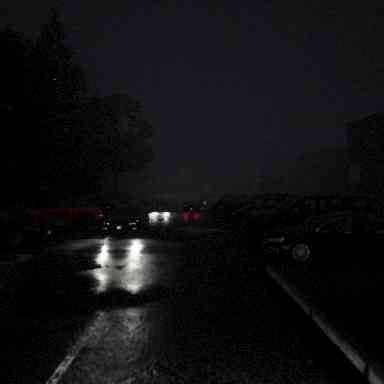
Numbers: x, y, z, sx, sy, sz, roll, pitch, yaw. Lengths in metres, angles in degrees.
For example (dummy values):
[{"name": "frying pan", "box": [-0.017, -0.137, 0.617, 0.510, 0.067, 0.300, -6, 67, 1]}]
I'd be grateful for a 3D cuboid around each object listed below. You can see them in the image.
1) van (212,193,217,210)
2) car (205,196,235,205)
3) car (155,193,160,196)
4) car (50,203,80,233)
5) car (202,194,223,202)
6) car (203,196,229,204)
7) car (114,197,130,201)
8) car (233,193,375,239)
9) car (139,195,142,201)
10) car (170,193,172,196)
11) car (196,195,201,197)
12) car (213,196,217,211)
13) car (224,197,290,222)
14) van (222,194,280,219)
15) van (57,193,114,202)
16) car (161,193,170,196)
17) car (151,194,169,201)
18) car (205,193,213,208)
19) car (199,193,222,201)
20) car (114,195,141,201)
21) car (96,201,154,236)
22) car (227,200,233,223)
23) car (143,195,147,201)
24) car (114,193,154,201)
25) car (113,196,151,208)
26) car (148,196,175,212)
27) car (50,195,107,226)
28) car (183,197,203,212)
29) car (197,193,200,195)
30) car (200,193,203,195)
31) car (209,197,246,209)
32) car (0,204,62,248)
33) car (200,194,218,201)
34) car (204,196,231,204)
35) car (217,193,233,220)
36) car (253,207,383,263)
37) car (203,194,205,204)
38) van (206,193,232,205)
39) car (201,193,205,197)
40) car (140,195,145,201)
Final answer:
[{"name": "van", "box": [4.584, 1.162, 33.272, 4.442, 1.987, 1.878, 0, 0, 0]}, {"name": "car", "box": [4.608, 1.474, 55.695, 4.792, 1.488, 2.163, 0, 0, 0]}, {"name": "car", "box": [-8.405, 1.182, 52.632, 5.566, 2.045, 2.435, 0, 0, 0]}, {"name": "car", "box": [-8.350, 1.424, 16.431, 4.674, 1.452, 2.002, 0, 0, 0]}, {"name": "car", "box": [4.612, 1.408, 75.319, 4.553, 1.767, 2.185, 0, 0, 0]}, {"name": "car", "box": [4.642, 1.512, 64.105, 4.792, 1.488, 2.163, 0, 0, 0]}, {"name": "car", "box": [-8.370, 1.426, 30.352, 4.674, 1.452, 2.002, 0, 0, 0]}, {"name": "car", "box": [4.707, 1.139, 13.650, 5.566, 2.045, 2.435, 0, 0, 0]}, {"name": "car", "box": [-8.381, 1.393, 35.923, 5.008, 1.535, 2.097, 0, 0, 0]}, {"name": "car", "box": [-8.336, 1.568, 83.293, 5.366, 1.575, 1.946, 0, 0, 0]}, {"name": "car", "box": [-0.082, 1.483, 47.739, 2.033, 1.411, 5.357, 0, 0, 0]}, {"name": "car", "box": [4.713, 1.386, 30.470, 4.892, 1.521, 2.231, 0, 0, 0]}, {"name": "car", "box": [4.751, 1.252, 24.861, 4.553, 1.767, 2.185, 0, 0, 0]}, {"name": "van", "box": [4.830, 1.155, 27.666, 4.442, 1.987, 1.878, 0, 0, 0]}, {"name": "van", "box": [-8.476, 1.153, 24.780, 4.442, 1.987, 1.878, 0, 0, 0]}, {"name": "car", "box": [-8.519, 1.560, 80.516, 4.892, 1.521, 2.231, 0, 0, 0]}, {"name": "car", "box": [-8.568, 1.471, 88.843, 4.553, 1.767, 2.185, 0, 0, 0]}, {"name": "car", "box": [4.656, 1.144, 38.880, 5.566, 2.045, 2.435, 0, 0, 0]}, {"name": "car", "box": [4.586, 1.320, 83.729, 5.566, 2.045, 2.435, 0, 0, 0]}, {"name": "car", "box": [-8.194, 1.387, 33.137, 5.366, 1.575, 1.946, 0, 0, 0]}, {"name": "car", "box": [-3.364, 1.408, 17.682, 1.837, 1.490, 4.892, 0, 0, 0]}, {"name": "car", "box": [4.722, 1.378, 19.255, 4.892, 1.521, 2.231, 0, 0, 0]}, {"name": "car", "box": [-8.431, 1.430, 41.493, 4.792, 1.488, 2.163, 0, 0, 0]}, {"name": "car", "box": [-8.382, 1.155, 44.277, 5.566, 2.045, 2.435, 0, 0, 0]}, {"name": "car", "box": [-8.413, 1.414, 47.063, 5.008, 1.535, 2.097, 0, 0, 0]}, {"name": "car", "box": [-3.350, 1.479, 36.889, 1.994, 1.385, 4.181, 0, 0, 0]}, {"name": "car", "box": [-8.324, 1.253, 21.999, 4.553, 1.767, 2.185, 0, 0, 0]}, {"name": "car", "box": [-0.056, 1.515, 37.252, 1.895, 1.301, 4.718, 0, 0, 0]}, {"name": "car", "box": [4.594, 1.307, 80.926, 5.566, 2.045, 2.435, 0, 0, 0]}, {"name": "car", "box": [4.610, 1.495, 66.908, 5.008, 1.535, 2.097, 0, 0, 0]}, {"name": "car", "box": [4.698, 1.434, 44.484, 4.792, 1.488, 2.163, 0, 0, 0]}, {"name": "car", "box": [-8.350, 1.391, 13.644, 5.008, 1.535, 2.097, 0, 0, 0]}, {"name": "car", "box": [4.510, 1.471, 89.335, 4.553, 1.767, 2.185, 0, 0, 0]}, {"name": "car", "box": [4.650, 1.500, 61.302, 4.792, 1.488, 2.163, 0, 0, 0]}, {"name": "car", "box": [4.696, 1.126, 22.061, 5.566, 2.045, 2.435, 0, 0, 0]}, {"name": "car", "box": [4.744, 1.403, 10.850, 4.892, 1.521, 2.231, 0, 0, 0]}, {"name": "car", "box": [4.658, 1.421, 50.092, 5.008, 1.535, 2.097, 0, 0, 0]}, {"name": "van", "box": [4.746, 1.232, 58.500, 4.442, 1.987, 1.878, 0, 0, 0]}, {"name": "car", "box": [4.459, 1.429, 52.892, 5.366, 1.575, 1.946, 0, 0, 0]}, {"name": "car", "box": [-8.365, 1.427, 38.708, 4.792, 1.488, 2.163, 0, 0, 0]}]
